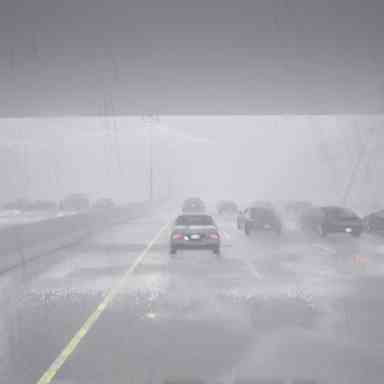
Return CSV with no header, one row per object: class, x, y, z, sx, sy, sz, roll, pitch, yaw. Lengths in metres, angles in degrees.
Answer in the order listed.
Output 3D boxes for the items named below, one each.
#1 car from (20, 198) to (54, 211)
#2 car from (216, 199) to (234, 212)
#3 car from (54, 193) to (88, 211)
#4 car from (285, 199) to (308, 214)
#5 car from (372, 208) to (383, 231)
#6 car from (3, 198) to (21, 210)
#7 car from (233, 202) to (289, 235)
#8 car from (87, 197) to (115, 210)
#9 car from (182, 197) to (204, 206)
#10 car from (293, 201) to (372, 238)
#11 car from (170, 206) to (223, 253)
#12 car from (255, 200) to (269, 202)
car,-17.547,1.516,38.684,1.895,1.301,4.718,0,0,0
car,3.621,1.450,34.435,1.812,1.442,4.674,0,0,0
car,-14.042,1.135,40.032,2.150,2.045,5.566,0,0,0
car,10.633,1.431,33.379,1.837,1.490,4.892,0,0,0
car,10.610,1.467,16.947,1.837,1.490,4.892,0,0,0
car,-21.039,1.475,40.512,1.994,1.385,4.181,0,0,0
car,3.613,1.485,18.278,1.812,1.442,4.674,0,0,0
car,-10.545,1.417,39.775,1.837,1.490,4.892,0,0,0
car,0.132,1.280,32.914,2.097,1.767,4.553,0,0,0
car,7.111,1.466,17.515,1.837,1.490,4.892,0,0,0
car,0.106,1.518,13.455,2.033,1.411,5.357,0,0,0
car,7.134,1.489,34.046,1.994,1.385,4.181,0,0,0
